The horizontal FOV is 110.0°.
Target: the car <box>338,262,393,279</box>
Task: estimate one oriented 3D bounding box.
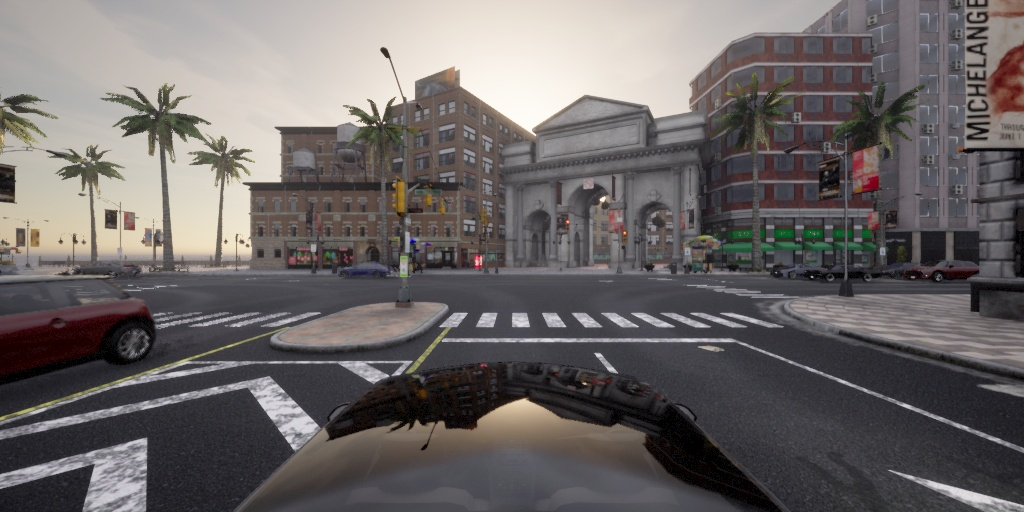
[{"bbox_3d":[-13.183,1.275,32.348,4.674,1.442,1.812,0,0,0],"label":"car"}]

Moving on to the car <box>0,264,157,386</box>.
[{"bbox_3d":[-8.055,1.101,5.057,2.097,1.767,4.553,0,0,1],"label":"car"}]

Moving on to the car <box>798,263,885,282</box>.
[{"bbox_3d":[26.107,1.351,28.541,4.718,1.301,1.895,0,0,1],"label":"car"}]

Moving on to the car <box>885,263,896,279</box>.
[{"bbox_3d":[34.871,1.297,31.925,5.357,1.411,2.033,0,0,1],"label":"car"}]

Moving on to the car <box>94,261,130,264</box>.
[{"bbox_3d":[-36.671,1.241,32.525,4.902,1.511,2.128,0,0,0],"label":"car"}]

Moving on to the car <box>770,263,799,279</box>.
[{"bbox_3d":[25.592,1.314,32.029,4.181,1.385,1.994,0,0,1],"label":"car"}]

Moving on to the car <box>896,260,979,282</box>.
[{"bbox_3d":[34.063,1.102,28.387,4.553,1.767,2.097,0,0,2],"label":"car"}]
